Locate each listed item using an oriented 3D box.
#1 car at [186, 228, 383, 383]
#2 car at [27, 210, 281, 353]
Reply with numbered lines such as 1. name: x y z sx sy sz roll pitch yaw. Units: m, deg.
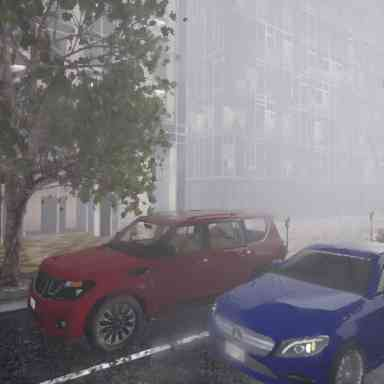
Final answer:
1. car: 2.374 1.527 5.082 4.674 1.442 1.812 0 0 -36
2. car: -0.291 1.316 6.344 5.009 1.841 2.192 0 1 -36
